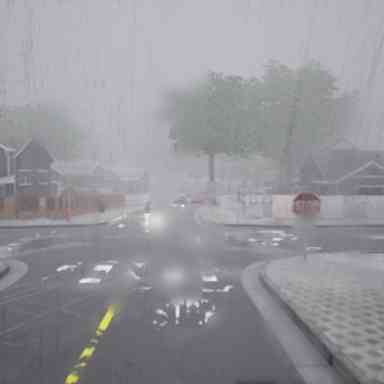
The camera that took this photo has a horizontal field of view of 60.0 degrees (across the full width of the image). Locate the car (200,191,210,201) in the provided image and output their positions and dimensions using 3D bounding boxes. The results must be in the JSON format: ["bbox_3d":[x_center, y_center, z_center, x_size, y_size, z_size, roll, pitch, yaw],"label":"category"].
[{"bbox_3d":[2.831,0.900,69.308,2.150,2.045,5.566,1,0,12],"label":"car"}]

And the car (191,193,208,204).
[{"bbox_3d":[1.094,1.417,59.519,1.994,1.385,4.181,0,0,10],"label":"car"}]

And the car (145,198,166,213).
[{"bbox_3d":[-3.832,1.382,35.504,2.128,1.511,4.902,0,0,2],"label":"car"}]

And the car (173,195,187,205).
[{"bbox_3d":[-2.043,1.350,57.014,1.837,1.490,4.892,0,0,8],"label":"car"}]
